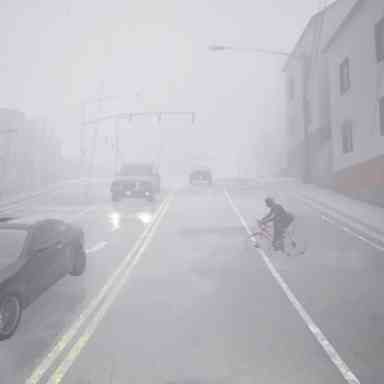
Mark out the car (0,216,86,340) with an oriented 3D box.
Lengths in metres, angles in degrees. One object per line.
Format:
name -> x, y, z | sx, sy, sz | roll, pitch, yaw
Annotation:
car -> -3.482, 1.268, 6.320 | 1.812, 1.442, 4.674 | 0, 5, 2

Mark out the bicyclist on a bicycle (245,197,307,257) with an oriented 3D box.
bicyclist on a bicycle -> 2.227, 0.955, 8.847 | 1.656, 1.620, 0.582 | -2, 5, 2

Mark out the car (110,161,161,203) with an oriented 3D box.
car -> -3.145, -0.706, 19.504 | 2.150, 2.045, 5.566 | 0, 8, 1

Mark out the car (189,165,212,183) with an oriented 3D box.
car -> 0.753, -1.641, 29.457 | 1.812, 1.442, 4.674 | 1, 7, 1
